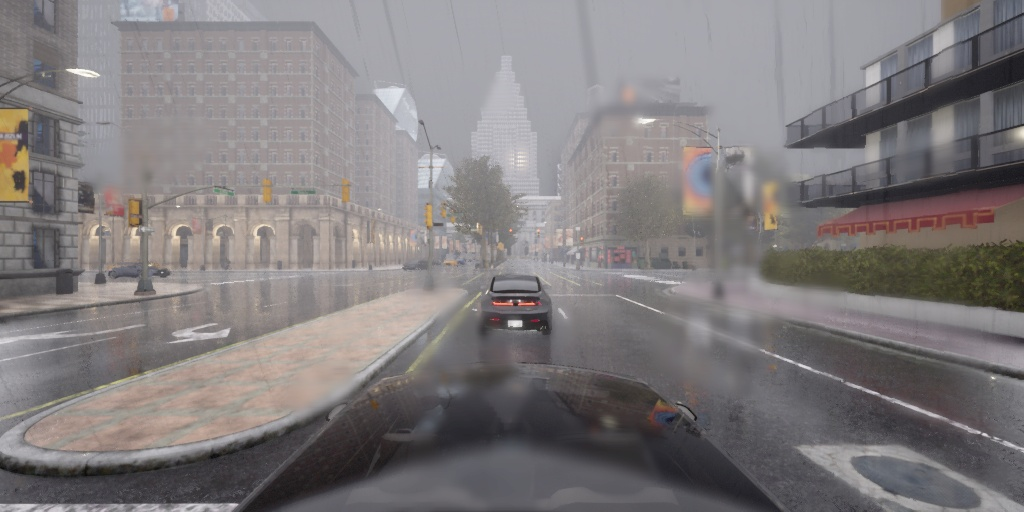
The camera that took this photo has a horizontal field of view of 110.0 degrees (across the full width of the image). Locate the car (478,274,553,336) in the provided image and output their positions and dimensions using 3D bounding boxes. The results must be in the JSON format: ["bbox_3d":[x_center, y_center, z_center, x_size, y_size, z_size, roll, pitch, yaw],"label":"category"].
[{"bbox_3d":[0.101,1.255,10.369,1.837,1.490,4.892,0,0,0],"label":"car"}]

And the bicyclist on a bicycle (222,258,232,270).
[{"bbox_3d":[-37.171,1.050,46.808,0.582,1.620,1.656,0,0,0],"label":"bicyclist on a bicycle"}]

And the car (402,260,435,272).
[{"bbox_3d":[-12.521,1.257,47.357,1.837,1.490,4.892,1,0,17],"label":"car"}]

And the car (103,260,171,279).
[{"bbox_3d":[-33.556,1.314,32.352,4.181,1.385,1.994,0,0,0],"label":"car"}]
